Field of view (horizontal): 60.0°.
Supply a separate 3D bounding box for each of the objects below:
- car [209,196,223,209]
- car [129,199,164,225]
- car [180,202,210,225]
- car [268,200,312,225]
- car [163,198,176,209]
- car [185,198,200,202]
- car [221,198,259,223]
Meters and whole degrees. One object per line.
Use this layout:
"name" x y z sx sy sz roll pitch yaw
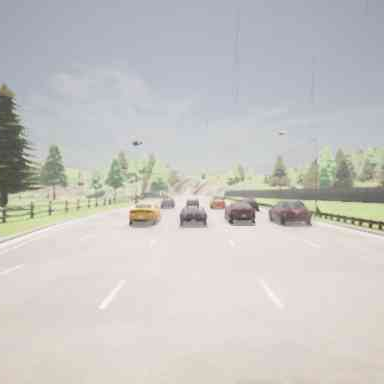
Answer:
"car" 3.604 1.409 47.098 2.097 1.767 4.553 0 0 0
"car" -3.399 1.508 24.655 1.882 1.535 5.008 0 0 0
"car" 0.100 1.631 24.396 1.895 1.301 4.718 0 0 0
"car" 7.017 1.381 24.290 2.097 1.767 4.553 0 0 0
"car" -3.396 1.551 47.743 2.128 1.511 4.902 0 0 0
"car" 0.103 1.551 47.749 2.128 1.511 4.902 0 0 0
"car" 3.601 1.509 25.568 1.882 1.535 5.008 0 0 0
